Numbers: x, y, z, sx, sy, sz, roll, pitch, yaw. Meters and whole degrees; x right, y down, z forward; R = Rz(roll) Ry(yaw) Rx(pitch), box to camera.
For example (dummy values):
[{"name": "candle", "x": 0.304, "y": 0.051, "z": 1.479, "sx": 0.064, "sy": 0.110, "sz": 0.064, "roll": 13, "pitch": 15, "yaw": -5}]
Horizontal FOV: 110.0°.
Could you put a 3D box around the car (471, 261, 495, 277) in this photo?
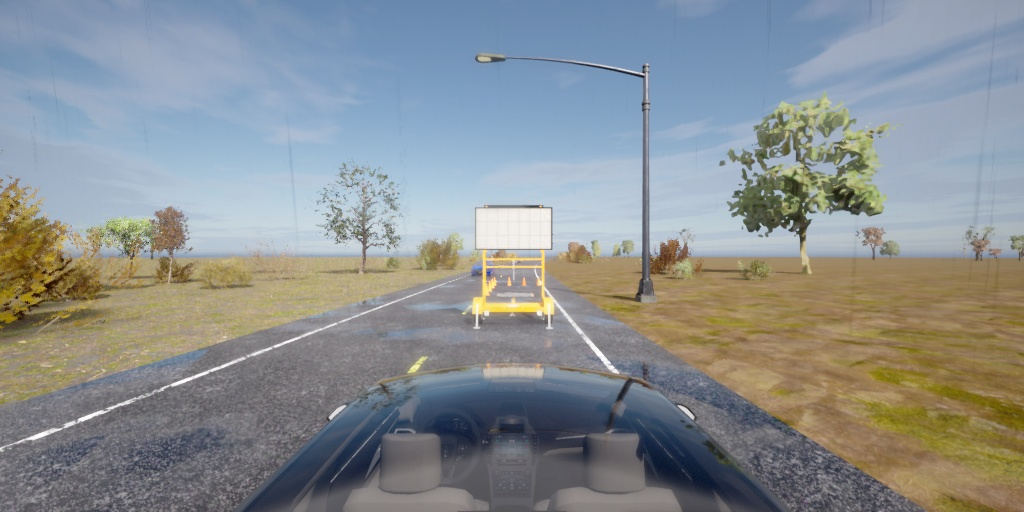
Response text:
[{"name": "car", "x": -2.762, "y": 1.224, "z": 34.970, "sx": 1.882, "sy": 1.535, "sz": 5.008, "roll": 0, "pitch": 0, "yaw": 2}]

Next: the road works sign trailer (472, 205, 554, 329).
[{"name": "road works sign trailer", "x": 0.054, "y": 0.214, "z": 11.252, "sx": 2.380, "sy": 3.560, "sz": 2.880, "roll": 0, "pitch": 0, "yaw": 1}]
